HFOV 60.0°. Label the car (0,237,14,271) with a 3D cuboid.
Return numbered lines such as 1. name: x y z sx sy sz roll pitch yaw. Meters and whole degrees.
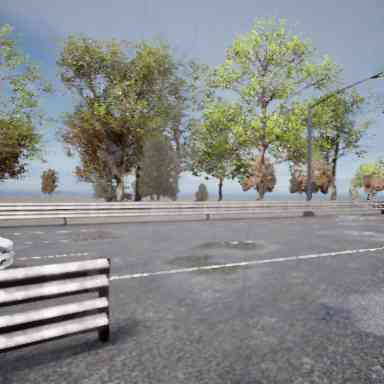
1. car: -6.540 1.292 7.294 4.674 1.442 1.812 0 0 -28
